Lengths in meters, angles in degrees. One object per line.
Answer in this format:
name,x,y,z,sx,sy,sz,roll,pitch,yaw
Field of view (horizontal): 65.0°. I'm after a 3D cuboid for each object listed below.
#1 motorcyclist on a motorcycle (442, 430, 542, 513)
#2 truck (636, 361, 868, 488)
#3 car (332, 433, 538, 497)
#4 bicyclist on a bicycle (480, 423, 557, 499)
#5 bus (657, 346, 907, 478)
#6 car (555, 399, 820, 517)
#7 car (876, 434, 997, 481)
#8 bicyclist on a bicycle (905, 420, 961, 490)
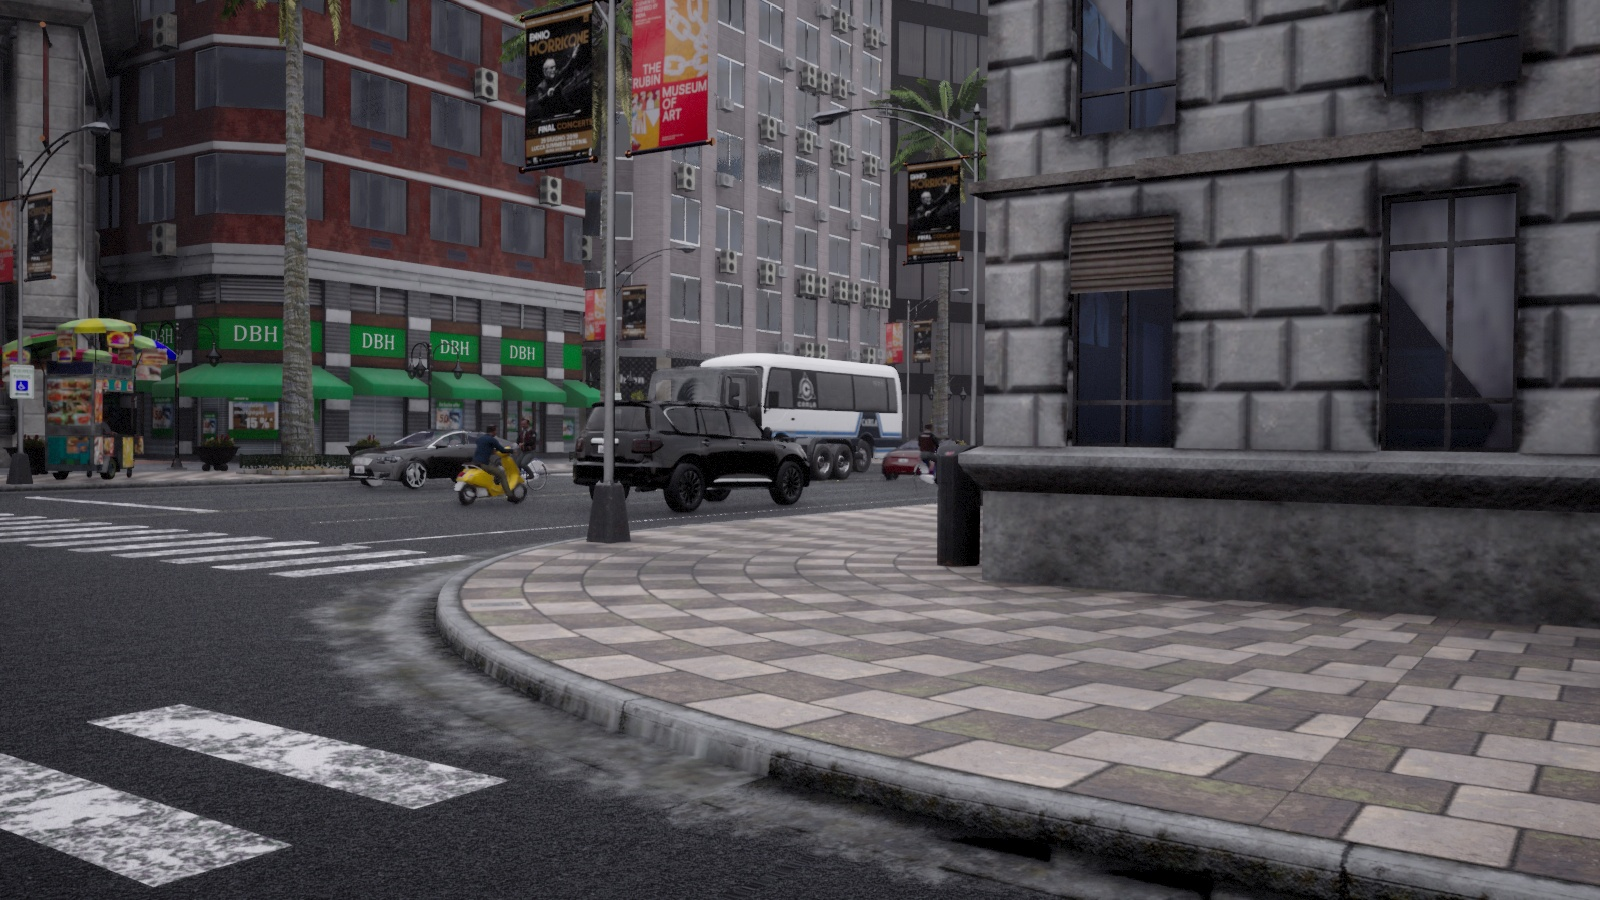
motorcyclist on a motorcycle,-6.092,0.400,24.946,0.866,1.590,1.817,0,0,34
truck,-1.241,-0.763,38.335,2.891,3.462,7.936,0,1,34
car,-9.365,0.327,32.629,2.128,1.511,4.902,0,1,34
bicyclist on a bicycle,-6.766,0.250,30.288,0.659,1.776,1.843,0,1,33
bus,-0.341,-1.268,45.852,3.944,4.253,10.273,0,1,34
car,-2.031,0.126,24.697,2.150,2.045,5.566,0,0,34
car,4.451,0.203,40.411,1.994,1.385,4.181,0,1,37
bicyclist on a bicycle,3.504,0.121,32.960,0.659,1.776,1.843,0,1,35
